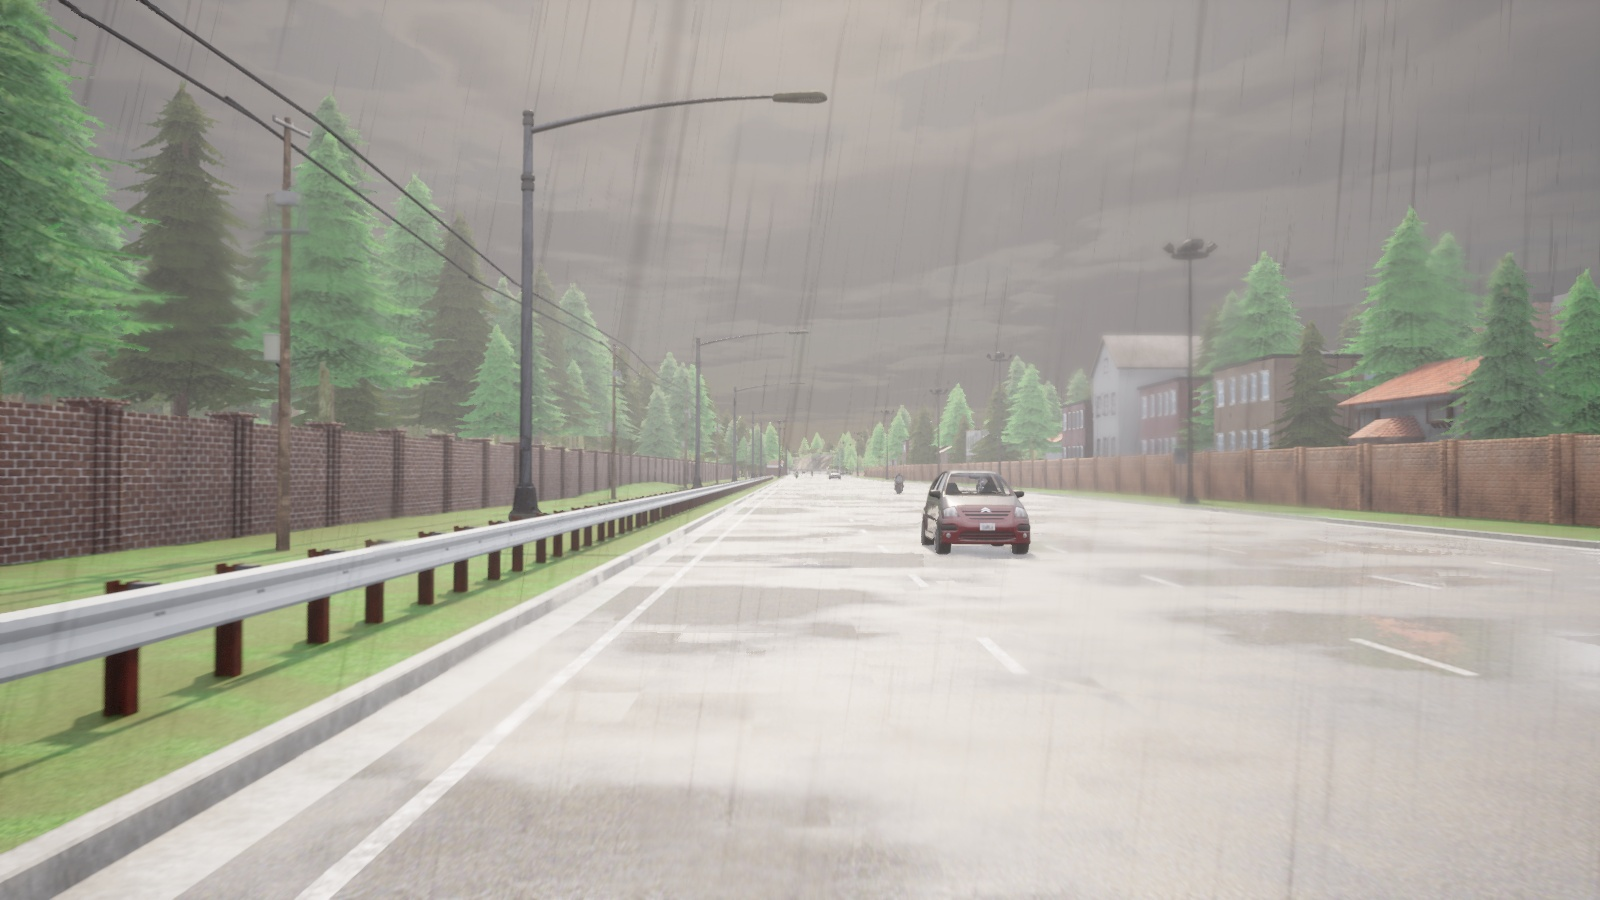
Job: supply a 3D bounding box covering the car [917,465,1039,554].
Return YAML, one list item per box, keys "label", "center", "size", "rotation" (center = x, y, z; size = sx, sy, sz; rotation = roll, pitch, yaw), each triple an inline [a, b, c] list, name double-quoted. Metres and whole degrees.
- label: "car"
  center: [3.438, 1.116, 24.931]
  size: [1.851, 1.617, 3.988]
  rotation: [0, -1, 0]
